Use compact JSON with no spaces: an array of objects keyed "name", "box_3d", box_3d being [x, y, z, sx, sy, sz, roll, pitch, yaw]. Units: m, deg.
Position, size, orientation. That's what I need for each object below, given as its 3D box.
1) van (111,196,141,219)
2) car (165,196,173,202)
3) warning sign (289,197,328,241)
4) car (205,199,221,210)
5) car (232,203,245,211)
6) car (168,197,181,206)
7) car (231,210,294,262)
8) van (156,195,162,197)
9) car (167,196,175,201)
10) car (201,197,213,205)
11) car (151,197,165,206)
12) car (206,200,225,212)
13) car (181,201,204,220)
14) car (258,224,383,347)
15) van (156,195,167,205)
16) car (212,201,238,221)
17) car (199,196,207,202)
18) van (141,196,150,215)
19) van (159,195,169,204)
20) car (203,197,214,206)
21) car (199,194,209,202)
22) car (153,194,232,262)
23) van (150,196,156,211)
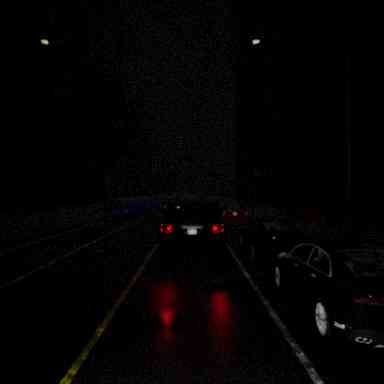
[{"name":"van","box_3d":[-5.756,1.385,28.773,1.690,1.788,3.998,0,0,0]},{"name":"car","box_3d":[-5.748,1.683,84.786,1.752,1.417,4.829,0,0,0]},{"name":"warning sign","box_3d":[5.069,1.136,14.570,1.300,1.860,1.060,0,0,0]},{"name":"car","box_3d":[2.771,1.640,45.633,1.947,1.339,4.313,0,0,0]},{"name":"car","box_3d":[2.768,1.475,23.158,1.967,1.590,4.097,0,0,0]},{"name":"car","box_3d":[-3.049,1.661,58.152,1.994,1.385,4.181,0,0,1]},{"name":"car","box_3d":[2.766,1.568,11.921,2.008,1.369,4.403,0,0,0]},{"name":"van","box_3d":[-5.753,1.426,51.246,1.690,1.788,3.998,0,0,0]},{"name":"car","box_3d":[-5.747,1.722,90.580,2.008,1.369,4.403,0,0,0]},{"name":"car","box_3d":[2.774,1.673,62.489,1.947,1.339,4.313,0,0,0]},{"name":"car","box_3d":[-5.752,1.640,56.864,1.887,1.381,4.507,0,0,0]},{"name":"car","box_3d":[2.770,1.629,40.015,1.947,1.339,4.313,0,0,0]},{"name":"car","box_3d":[0.050,1.570,29.236,1.812,1.442,4.674,0,0,0]},{"name":"car","box_3d":[2.765,1.560,6.302,2.008,1.369,4.403,0,0,0]},{"name":"van","box_3d":[-5.751,1.448,62.482,1.690,1.788,3.998,0,0,0]},{"name":"car","box_3d":[2.768,1.569,28.947,1.752,1.417,4.829,0,0,0]},{"name":"car","box_3d":[2.777,1.708,84.964,2.008,1.369,4.403,0,0,0]},{"name":"van","box_3d":[-5.756,1.394,34.391,1.690,1.788,3.998,0,0,0]},{"name":"van","box_3d":[-5.750,1.460,68.102,1.690,1.788,3.998,0,0,0]},{"name":"car","box_3d":[2.773,1.621,57.041,1.752,1.417,4.829,0,0,0]},{"name":"car","box_3d":[2.777,1.459,79.347,2.192,1.841,5.009,0,0,0]},{"name":"car","box_3d":[0.031,1.241,12.404,2.150,2.045,5.566,0,0,0]},{"name":"van","box_3d":[-5.755,1.404,40.010,1.690,1.788,3.998,0,0,0]}]
